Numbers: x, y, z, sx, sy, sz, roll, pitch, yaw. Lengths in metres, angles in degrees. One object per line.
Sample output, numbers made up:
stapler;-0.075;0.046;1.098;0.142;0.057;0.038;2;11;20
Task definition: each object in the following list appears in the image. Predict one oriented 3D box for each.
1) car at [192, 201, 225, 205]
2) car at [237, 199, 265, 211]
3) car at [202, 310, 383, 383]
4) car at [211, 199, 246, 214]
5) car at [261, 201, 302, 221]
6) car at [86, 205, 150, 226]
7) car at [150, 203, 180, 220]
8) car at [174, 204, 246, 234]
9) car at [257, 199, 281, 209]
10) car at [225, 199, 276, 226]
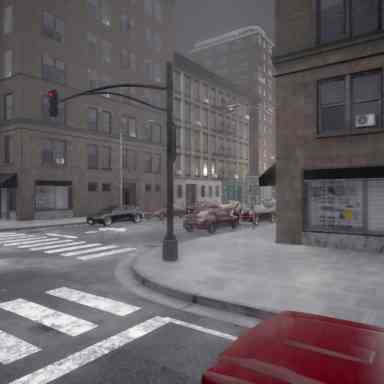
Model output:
car;1.040;1.564;32.560;1.887;1.381;4.507;0;0;36
car;7.469;1.599;41.531;1.802;1.307;4.206;0;0;36
car;2.320;1.601;2.034;4.718;1.301;1.895;0;0;36
car;4.155;1.543;36.907;1.752;1.417;4.829;0;0;36
car;7.664;1.494;28.026;1.752;1.417;4.829;0;0;36
car;-5.389;1.589;23.589;1.947;1.339;4.313;0;0;36
car;-2.174;1.603;28.075;1.802;1.307;4.206;0;0;36
car;1.135;1.555;18.916;1.802;1.307;4.206;0;0;36
car;10.683;1.600;46.016;1.802;1.307;4.206;0;0;36
car;4.349;1.411;23.402;1.967;1.590;4.097;0;0;36
